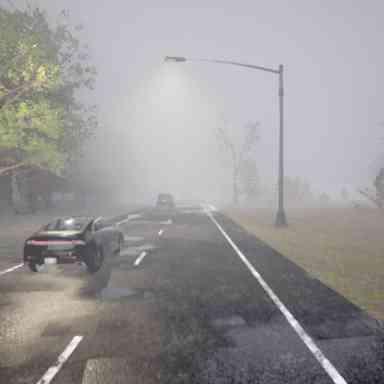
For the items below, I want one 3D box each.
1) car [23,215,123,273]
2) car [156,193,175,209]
[{"bbox_3d":[-3.499,1.489,10.648,2.128,1.511,4.902,0,0,0],"label":"car"},{"bbox_3d":[-3.500,1.191,44.728,2.150,2.045,5.566,0,0,0],"label":"car"}]
